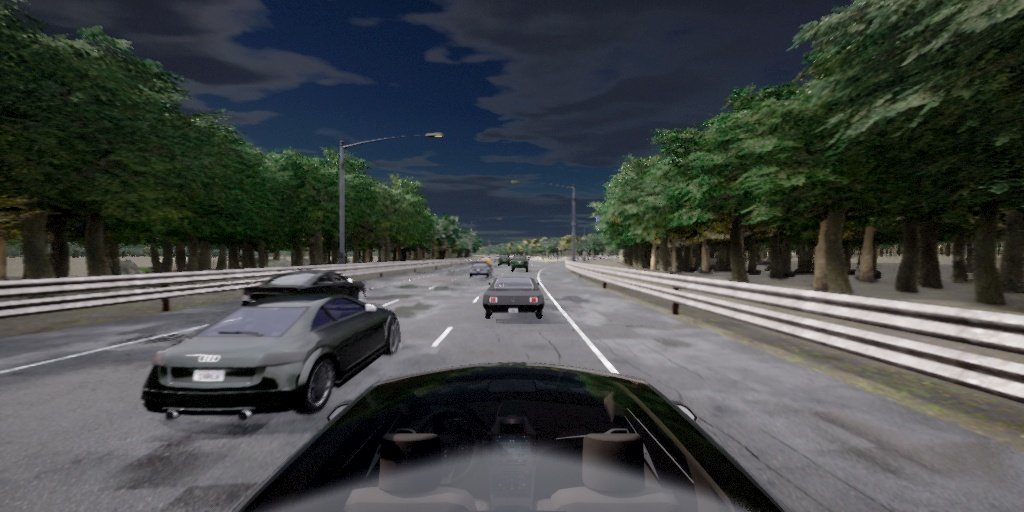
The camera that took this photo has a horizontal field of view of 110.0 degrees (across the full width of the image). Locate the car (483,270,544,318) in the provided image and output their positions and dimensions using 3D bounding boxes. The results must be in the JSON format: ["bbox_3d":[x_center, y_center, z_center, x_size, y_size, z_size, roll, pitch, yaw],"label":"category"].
[{"bbox_3d":[0.074,1.349,13.013,1.895,1.301,4.718,0,0,1],"label":"car"}]

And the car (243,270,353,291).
[{"bbox_3d":[-6.856,1.221,12.460,1.882,1.535,5.008,0,0,1],"label":"car"}]

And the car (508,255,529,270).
[{"bbox_3d":[1.072,0.924,47.030,2.150,2.045,5.566,0,0,3],"label":"car"}]

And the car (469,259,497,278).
[{"bbox_3d":[-2.872,1.277,33.969,2.033,1.411,5.357,0,0,2],"label":"car"}]

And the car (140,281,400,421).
[{"bbox_3d":[-3.381,1.312,6.022,1.994,1.385,4.181,0,0,0],"label":"car"}]
